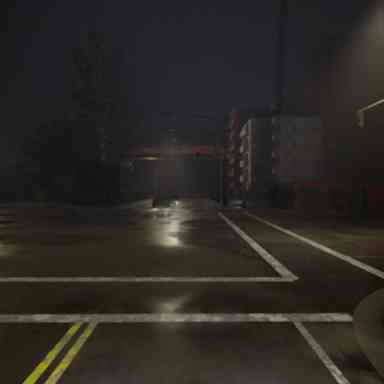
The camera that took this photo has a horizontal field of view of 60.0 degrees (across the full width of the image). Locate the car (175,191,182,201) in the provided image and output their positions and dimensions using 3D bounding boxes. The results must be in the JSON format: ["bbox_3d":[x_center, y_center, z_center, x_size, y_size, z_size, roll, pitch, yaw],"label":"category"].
[{"bbox_3d":[-3.497,0.848,63.438,1.895,1.301,4.718,0,1,0],"label":"car"}]

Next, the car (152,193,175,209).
[{"bbox_3d":[-3.498,1.143,38.635,2.033,1.411,5.357,0,1,0],"label":"car"}]
